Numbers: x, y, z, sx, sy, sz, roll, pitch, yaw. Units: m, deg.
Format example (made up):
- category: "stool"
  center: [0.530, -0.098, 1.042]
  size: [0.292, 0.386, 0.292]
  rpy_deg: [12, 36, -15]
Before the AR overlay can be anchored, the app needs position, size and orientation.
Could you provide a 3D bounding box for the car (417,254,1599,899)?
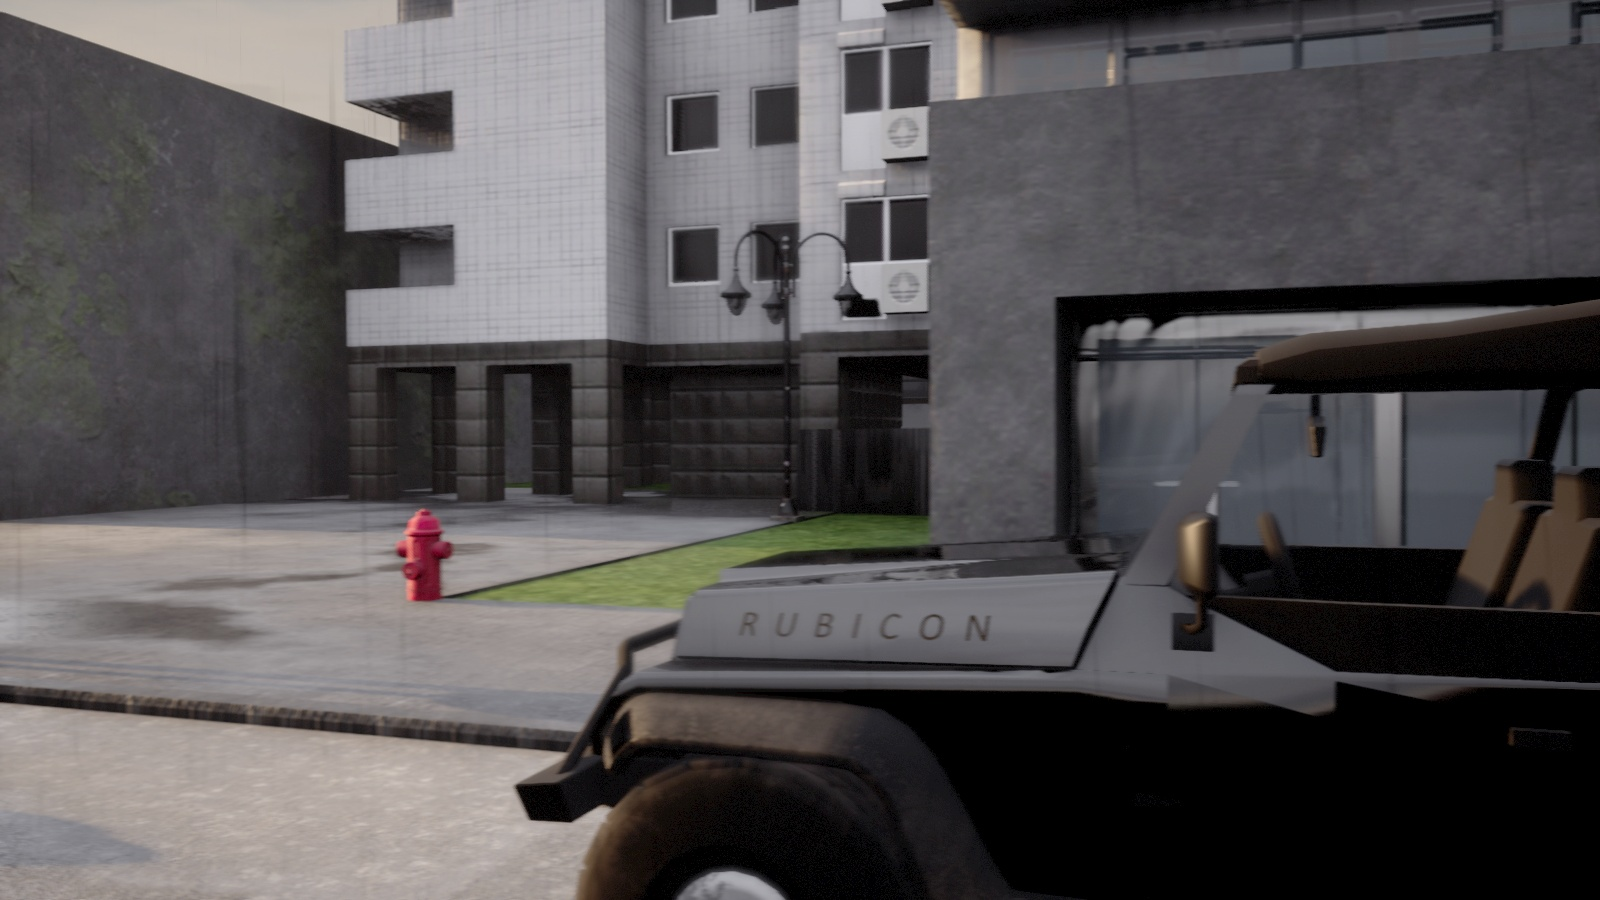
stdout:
- category: "car"
  center: [1.215, 0.574, 3.308]
  size: [3.866, 1.878, 1.905]
  rpy_deg: [1, 1, 19]
